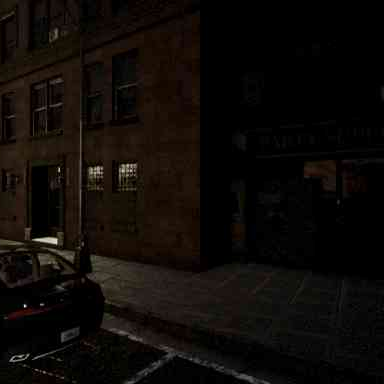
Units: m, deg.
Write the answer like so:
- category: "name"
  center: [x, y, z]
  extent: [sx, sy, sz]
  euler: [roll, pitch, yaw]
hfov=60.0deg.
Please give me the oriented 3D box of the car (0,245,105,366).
- category: "car"
  center: [-3.298, 1.551, 5.448]
  extent: [4.403, 1.369, 2.008]
  euler: [0, 0, 36]
